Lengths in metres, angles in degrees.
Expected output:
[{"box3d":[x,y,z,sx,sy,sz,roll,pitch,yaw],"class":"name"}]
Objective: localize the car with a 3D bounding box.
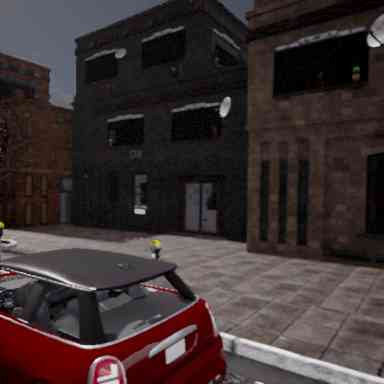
[{"box3d":[-1.726,1.434,4.086,4.097,1.590,1.967,0,1,36],"class":"car"}]
